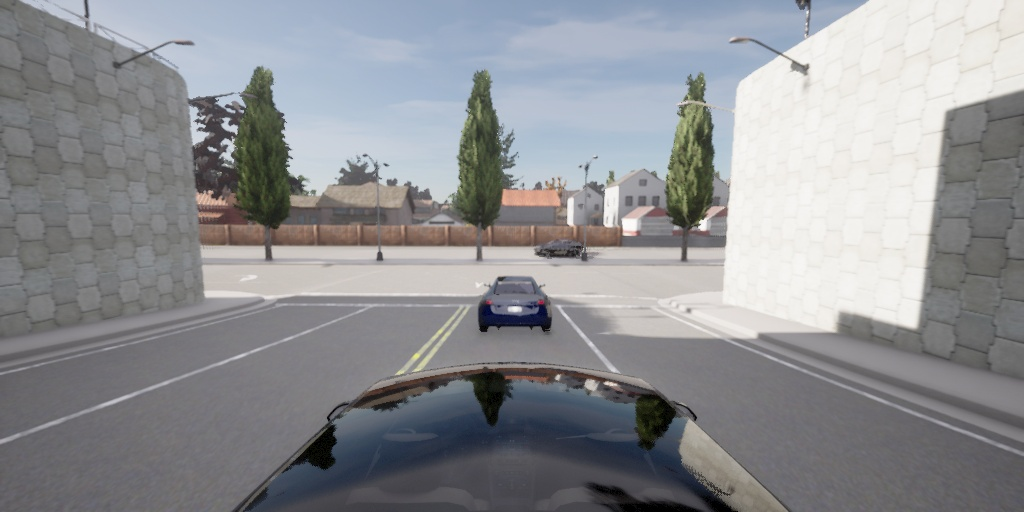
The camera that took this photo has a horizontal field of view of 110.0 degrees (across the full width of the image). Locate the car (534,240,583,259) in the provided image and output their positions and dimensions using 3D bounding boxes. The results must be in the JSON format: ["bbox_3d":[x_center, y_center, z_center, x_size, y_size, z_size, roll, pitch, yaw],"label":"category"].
[{"bbox_3d":[4.233,-0.542,33.841,4.181,1.385,1.994,0,6,-1],"label":"car"}]

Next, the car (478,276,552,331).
[{"bbox_3d":[0.089,1.289,10.958,1.994,1.385,4.181,0,0,0],"label":"car"}]
